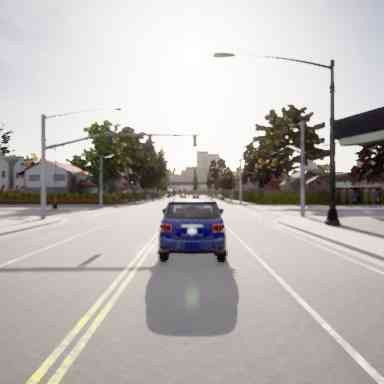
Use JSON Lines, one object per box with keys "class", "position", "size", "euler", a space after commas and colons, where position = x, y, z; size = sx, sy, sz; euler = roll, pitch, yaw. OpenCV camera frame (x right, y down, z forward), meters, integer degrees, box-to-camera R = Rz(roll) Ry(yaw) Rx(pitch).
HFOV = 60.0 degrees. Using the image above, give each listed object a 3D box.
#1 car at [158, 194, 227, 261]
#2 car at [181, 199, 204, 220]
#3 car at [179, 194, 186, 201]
{"class": "car", "position": [0.033, 1.217, 12.351], "size": [2.150, 2.045, 5.566], "euler": [0, 0, 1]}
{"class": "car", "position": [0.074, 1.464, 29.678], "size": [1.882, 1.535, 5.008], "euler": [0, 0, 1]}
{"class": "car", "position": [-2.514, 1.437, 88.342], "size": [1.882, 1.535, 5.008], "euler": [0, 0, 0]}
